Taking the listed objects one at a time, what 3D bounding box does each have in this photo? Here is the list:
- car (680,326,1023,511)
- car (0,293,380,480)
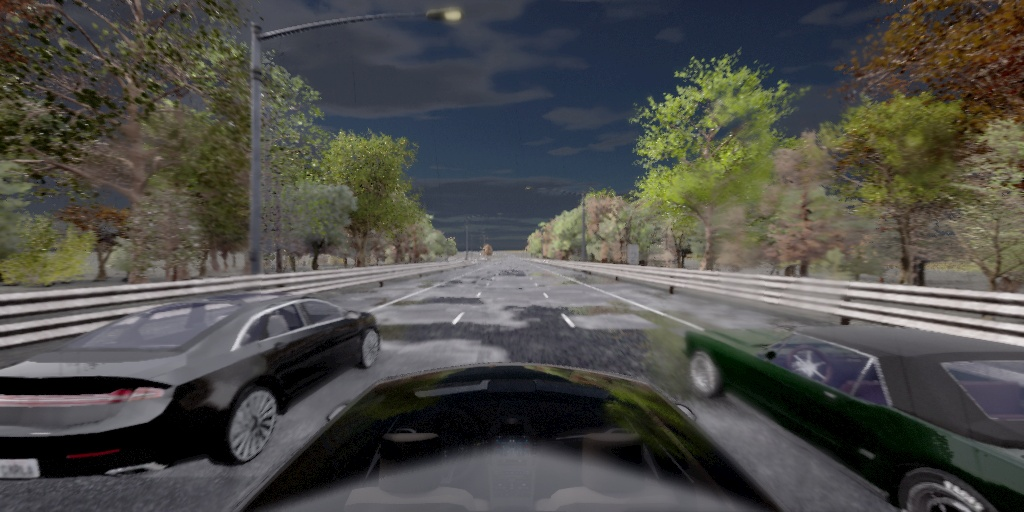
[{"bbox_3d":[3.597,1.355,3.561,1.895,1.301,4.718,0,0,0],"label":"car"},{"bbox_3d":[-3.401,1.249,4.889,2.128,1.511,4.902,0,0,0],"label":"car"}]
